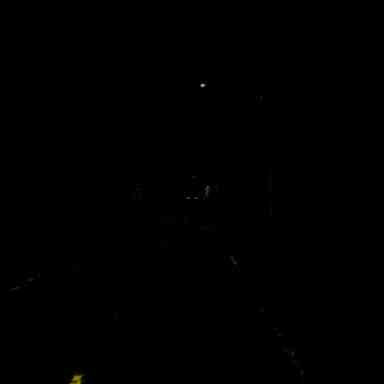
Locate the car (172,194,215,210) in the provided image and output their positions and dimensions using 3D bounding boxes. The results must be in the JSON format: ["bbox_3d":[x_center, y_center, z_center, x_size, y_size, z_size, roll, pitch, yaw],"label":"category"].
[{"bbox_3d":[0.201,1.269,43.572,5.566,2.045,2.150,0,0,-5],"label":"car"}]

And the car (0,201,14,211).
[{"bbox_3d":[-25.219,1.671,42.443,4.674,1.442,1.812,1,1,-1],"label":"car"}]
